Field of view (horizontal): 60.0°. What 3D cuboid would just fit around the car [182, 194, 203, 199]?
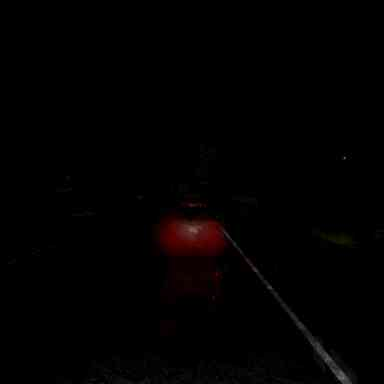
[{"bbox_3d":[0.040,1.214,27.877,2.150,2.045,5.566,0,0,0],"label":"car"}]

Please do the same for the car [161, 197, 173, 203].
[{"bbox_3d":[-3.623,1.472,50.623,2.033,1.411,5.357,0,0,0],"label":"car"}]

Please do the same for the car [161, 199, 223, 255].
[{"bbox_3d":[0.053,1.348,13.423,2.097,1.767,4.553,0,0,0],"label":"car"}]
